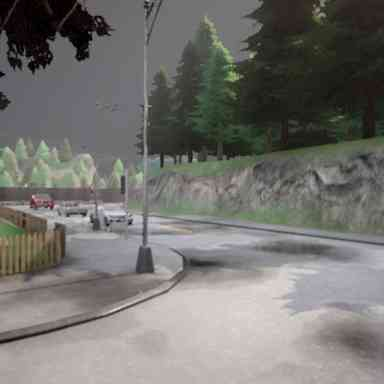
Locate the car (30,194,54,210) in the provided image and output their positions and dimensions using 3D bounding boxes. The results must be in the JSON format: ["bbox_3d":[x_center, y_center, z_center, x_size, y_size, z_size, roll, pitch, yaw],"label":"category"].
[{"bbox_3d":[-19.929,1.287,44.056,2.150,2.045,5.566,0,0,-35],"label":"car"}]

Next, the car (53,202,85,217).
[{"bbox_3d":[-11.513,1.664,31.901,1.895,1.301,4.718,0,0,-35],"label":"car"}]

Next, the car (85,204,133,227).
[{"bbox_3d":[-5.873,1.583,23.850,1.812,1.442,4.674,0,0,-35],"label":"car"}]
